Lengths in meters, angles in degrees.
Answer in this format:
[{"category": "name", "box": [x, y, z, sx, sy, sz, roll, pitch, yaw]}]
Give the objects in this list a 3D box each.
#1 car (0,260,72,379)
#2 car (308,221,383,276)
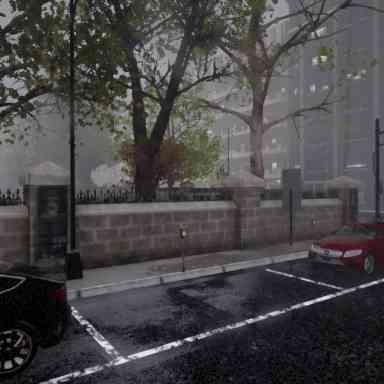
[{"category": "car", "box": [-3.696, 1.566, 3.955, 4.313, 1.339, 1.947, 0, 0, -35]}, {"category": "car", "box": [5.384, 1.581, 10.286, 4.206, 1.307, 1.802, 0, 0, -35]}]
